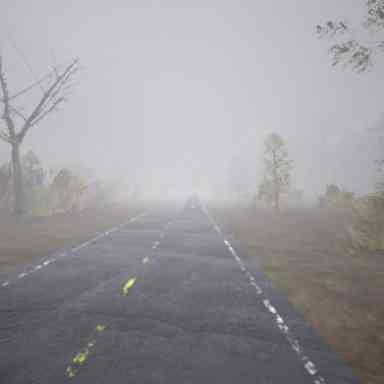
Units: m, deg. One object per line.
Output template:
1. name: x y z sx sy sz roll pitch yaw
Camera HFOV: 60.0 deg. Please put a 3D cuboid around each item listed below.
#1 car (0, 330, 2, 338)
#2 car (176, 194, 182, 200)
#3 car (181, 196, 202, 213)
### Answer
1. car: -3.098 1.541 1.442 2.033 1.411 5.357 0 0 0
2. car: -3.019 1.197 83.018 2.033 1.411 5.357 0 0 0
3. car: 0.089 1.417 35.411 1.994 1.385 4.181 0 0 0
